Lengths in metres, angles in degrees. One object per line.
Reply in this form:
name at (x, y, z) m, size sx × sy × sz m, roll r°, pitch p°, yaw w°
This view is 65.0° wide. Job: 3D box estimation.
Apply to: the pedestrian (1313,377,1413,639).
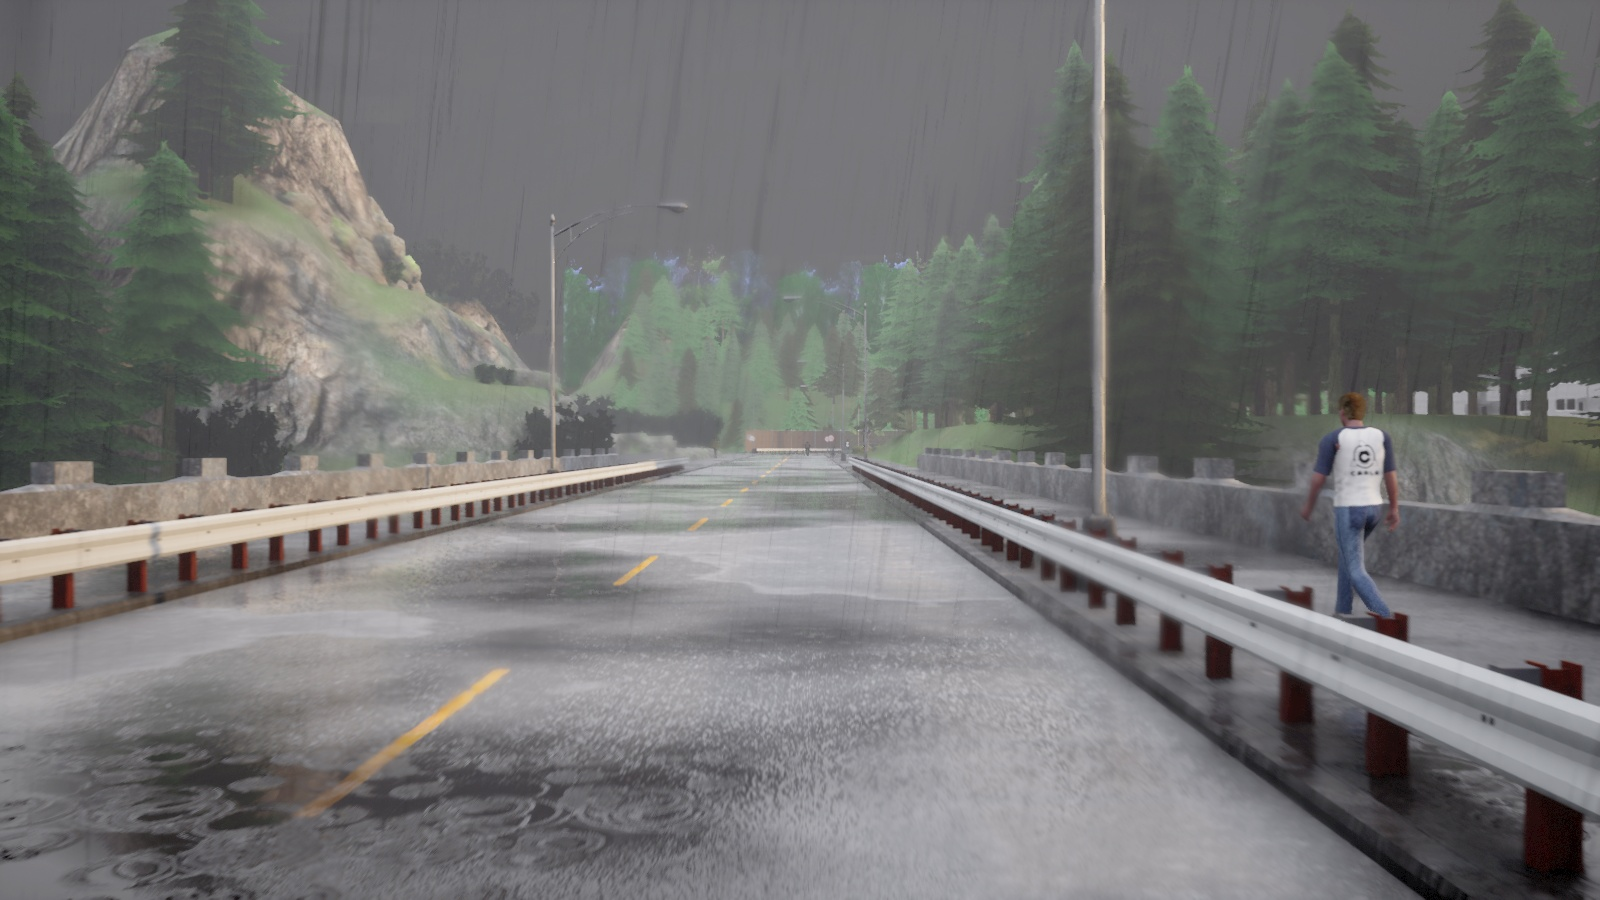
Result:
pedestrian at (4.096, 0.408, 9.167) m, size 0.354 × 1.836 × 0.706 m, roll 0°, pitch 0°, yaw -5°
